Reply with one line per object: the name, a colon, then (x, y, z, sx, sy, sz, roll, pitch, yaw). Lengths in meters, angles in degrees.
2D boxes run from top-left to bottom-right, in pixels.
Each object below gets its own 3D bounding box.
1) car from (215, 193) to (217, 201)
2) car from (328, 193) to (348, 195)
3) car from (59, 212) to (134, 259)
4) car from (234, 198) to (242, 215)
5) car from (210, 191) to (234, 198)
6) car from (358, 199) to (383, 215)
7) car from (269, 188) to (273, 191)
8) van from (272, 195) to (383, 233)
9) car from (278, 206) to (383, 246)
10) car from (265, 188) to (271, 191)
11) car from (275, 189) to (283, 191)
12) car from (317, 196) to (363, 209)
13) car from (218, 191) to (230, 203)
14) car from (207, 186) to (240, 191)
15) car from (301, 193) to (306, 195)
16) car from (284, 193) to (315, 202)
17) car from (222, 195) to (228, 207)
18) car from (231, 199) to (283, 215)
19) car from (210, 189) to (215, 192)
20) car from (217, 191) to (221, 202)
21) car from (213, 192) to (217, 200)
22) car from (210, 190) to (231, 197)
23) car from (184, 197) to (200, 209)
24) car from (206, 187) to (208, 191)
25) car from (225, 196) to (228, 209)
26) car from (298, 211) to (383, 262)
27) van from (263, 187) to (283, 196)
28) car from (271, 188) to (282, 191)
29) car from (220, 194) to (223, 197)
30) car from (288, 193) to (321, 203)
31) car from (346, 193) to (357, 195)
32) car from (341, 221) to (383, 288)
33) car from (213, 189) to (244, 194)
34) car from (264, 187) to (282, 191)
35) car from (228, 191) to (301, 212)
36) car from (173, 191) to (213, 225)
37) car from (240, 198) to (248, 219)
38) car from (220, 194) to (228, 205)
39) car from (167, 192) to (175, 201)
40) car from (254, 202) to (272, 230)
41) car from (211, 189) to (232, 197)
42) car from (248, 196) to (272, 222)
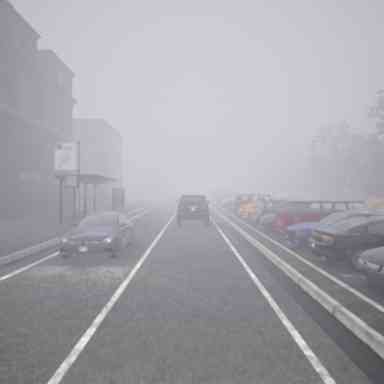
car: (6.434, 1.216, 52.116, 4.792, 1.488, 2.163, 0, 1, 0)
car: (19.470, 1.128, 41.088, 5.566, 2.045, 2.435, 0, 1, 0)
car: (-3.363, 1.501, 12.609, 1.812, 1.442, 4.674, 0, 0, 0)
car: (6.302, 1.457, 27.044, 5.008, 1.535, 2.097, 0, 0, 0)
car: (6.476, 0.495, 71.622, 5.008, 1.535, 2.097, 0, 3, 0)
car: (19.404, 1.441, 32.725, 5.008, 1.535, 2.097, 0, 0, 0)
car: (19.590, 0.521, 71.634, 4.792, 1.488, 2.163, 0, 3, 0)
van: (6.380, 1.261, 15.910, 4.442, 1.987, 1.878, 0, 0, 0)
car: (6.258, 1.493, 13.128, 5.008, 1.535, 2.097, 0, 0, 0)
car: (19.575, 0.386, 74.543, 4.674, 1.452, 2.002, 0, 3, 0)
car: (19.725, 0.737, 66.050, 5.366, 1.575, 1.946, 0, 3, 0)
car: (19.458, 1.342, 43.880, 5.008, 1.535, 2.097, 0, 1, 0)
car: (6.414, 1.176, 46.546, 4.553, 1.767, 2.185, 0, 1, 0)
car: (6.498, 0.373, 68.820, 5.566, 2.045, 2.435, 0, 3, 0)
car: (19.490, 1.115, 54.902, 4.892, 1.521, 2.231, 0, 2, 0)
car: (19.513, 0.942, 60.608, 5.008, 1.535, 2.097, 0, 2, 0)
car: (6.345, 1.410, 38.183, 5.008, 1.535, 2.097, 0, 0, 0)
car: (6.326, 1.483, 32.611, 4.674, 1.452, 2.002, 0, 0, 0)
car: (6.453, 0.745, 66.044, 4.892, 1.521, 2.231, 0, 2, 0)
car: (6.425, 1.123, 49.326, 4.553, 1.767, 2.185, 0, 1, 0)
car: (6.386, 1.145, 54.903, 4.792, 1.488, 2.163, 0, 2, 0)
car: (6.532, 0.241, 77.182, 4.792, 1.488, 2.163, 0, 3, 0)
car: (-0.004, 1.378, 42.406, 1.994, 1.385, 4.181, 0, 1, 0)
car: (6.484, 0.095, 79.962, 4.792, 1.488, 2.163, 0, 3, 0)
car: (6.310, 1.460, 35.396, 4.792, 1.488, 2.163, 0, 0, 0)
car: (6.237, 1.499, 10.345, 5.008, 1.535, 2.097, 0, 0, 0)
van: (19.467, -0.163, 79.981, 4.442, 1.987, 1.878, -1, 3, 0)
car: (19.735, 0.617, 68.843, 5.366, 1.575, 1.946, 0, 3, 0)
car: (6.375, 1.386, 43.762, 4.674, 1.452, 2.002, 0, 1, 0)
car: (19.502, 1.030, 57.819, 5.008, 1.535, 2.097, 0, 2, 0)
car: (19.451, 1.303, 35.509, 4.553, 1.767, 2.185, 0, 0, 0)
car: (6.234, 1.545, 7.560, 4.674, 1.452, 2.002, 0, 0, 0)
car: (6.395, 0.911, 57.685, 4.553, 1.767, 2.185, 0, 2, 0)
car: (19.586, 0.240, 77.324, 4.674, 1.452, 2.002, 0, 3, 0)
car: (6.346, 1.199, 29.827, 5.566, 2.045, 2.435, 0, 0, 0)
car: (0.065, 1.169, 23.420, 2.150, 2.045, 5.566, 0, 0, 0)
car: (6.482, 1.462, 24.260, 5.366, 1.575, 1.946, 0, 0, 0)
car: (6.355, 1.382, 40.972, 5.008, 1.535, 2.097, 0, 1, 0)
car: (-3.459, 0.753, 61.528, 2.097, 1.767, 4.553, 0, 2, 0)
car: (6.281, 1.481, 18.695, 4.892, 1.521, 2.231, 0, 0, 0)
car: (6.523, 0.231, 74.392, 4.553, 1.767, 2.185, 0, 3, 0)
car: (6.254, 1.347, 21.603, 4.553, 1.767, 2.185, 0, 0, 0)
